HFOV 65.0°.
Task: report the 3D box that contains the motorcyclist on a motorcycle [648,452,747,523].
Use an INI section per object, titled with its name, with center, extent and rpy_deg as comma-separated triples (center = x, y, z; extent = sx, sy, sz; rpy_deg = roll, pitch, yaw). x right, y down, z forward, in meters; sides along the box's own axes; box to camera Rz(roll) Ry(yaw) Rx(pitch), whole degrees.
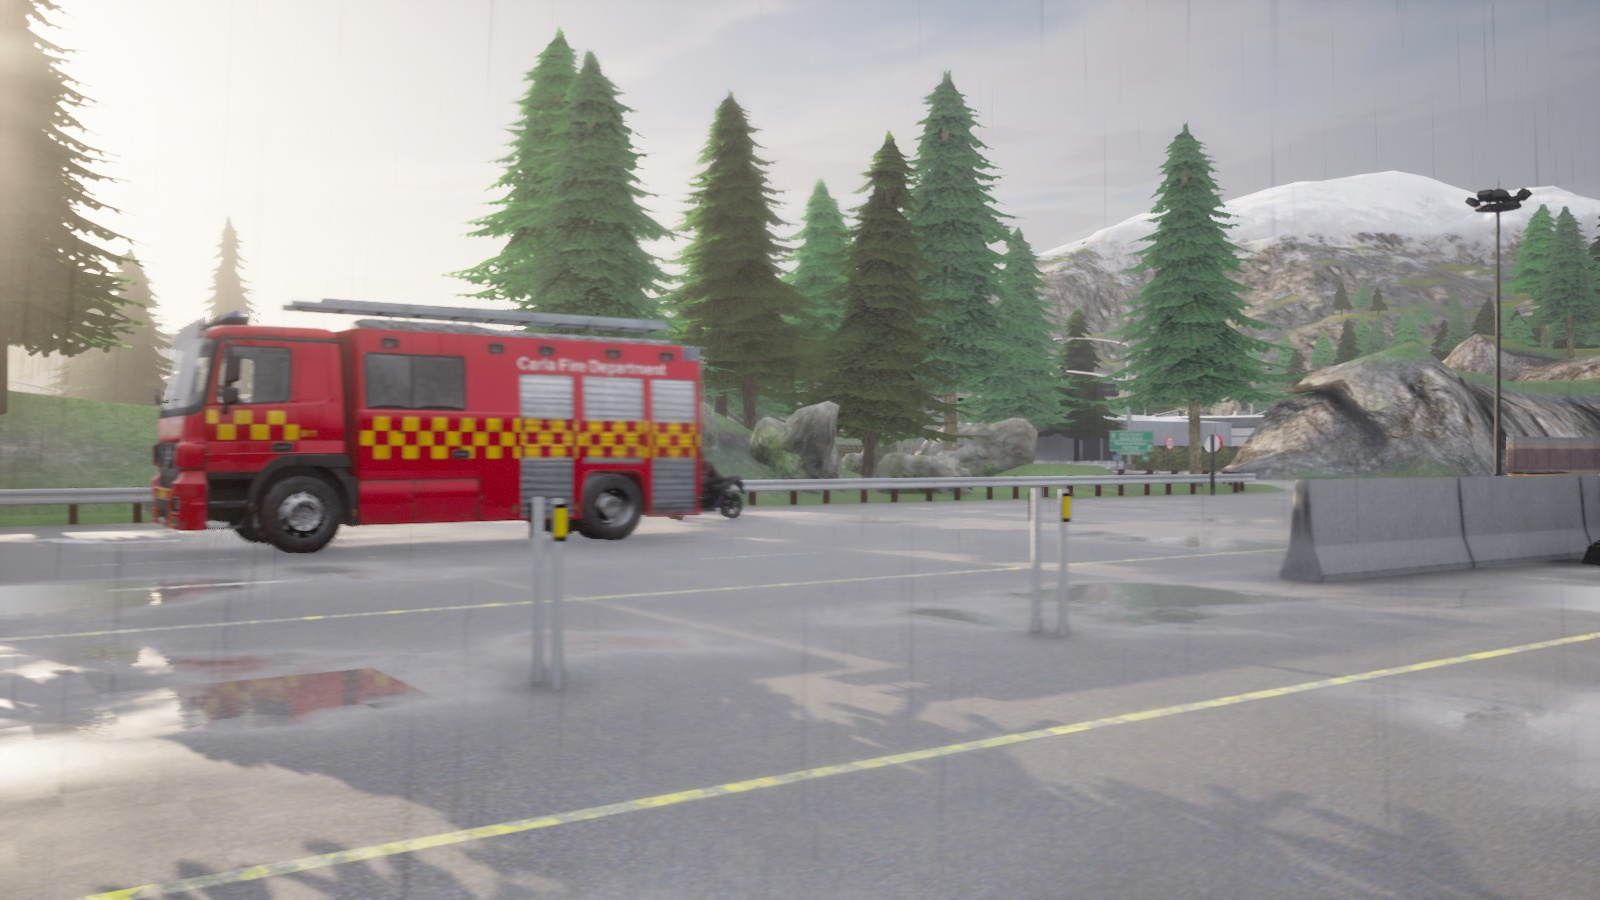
[motorcyclist on a motorcycle]
center = -2.242, 0.800, 27.685
extent = 2.044, 1.523, 0.797
rpy_deg = 0, 0, -35

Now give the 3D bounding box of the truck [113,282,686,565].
[truck]
center = -6.300, -0.357, 20.598
extent = 8.468, 3.827, 2.891
rpy_deg = 0, 0, -35
